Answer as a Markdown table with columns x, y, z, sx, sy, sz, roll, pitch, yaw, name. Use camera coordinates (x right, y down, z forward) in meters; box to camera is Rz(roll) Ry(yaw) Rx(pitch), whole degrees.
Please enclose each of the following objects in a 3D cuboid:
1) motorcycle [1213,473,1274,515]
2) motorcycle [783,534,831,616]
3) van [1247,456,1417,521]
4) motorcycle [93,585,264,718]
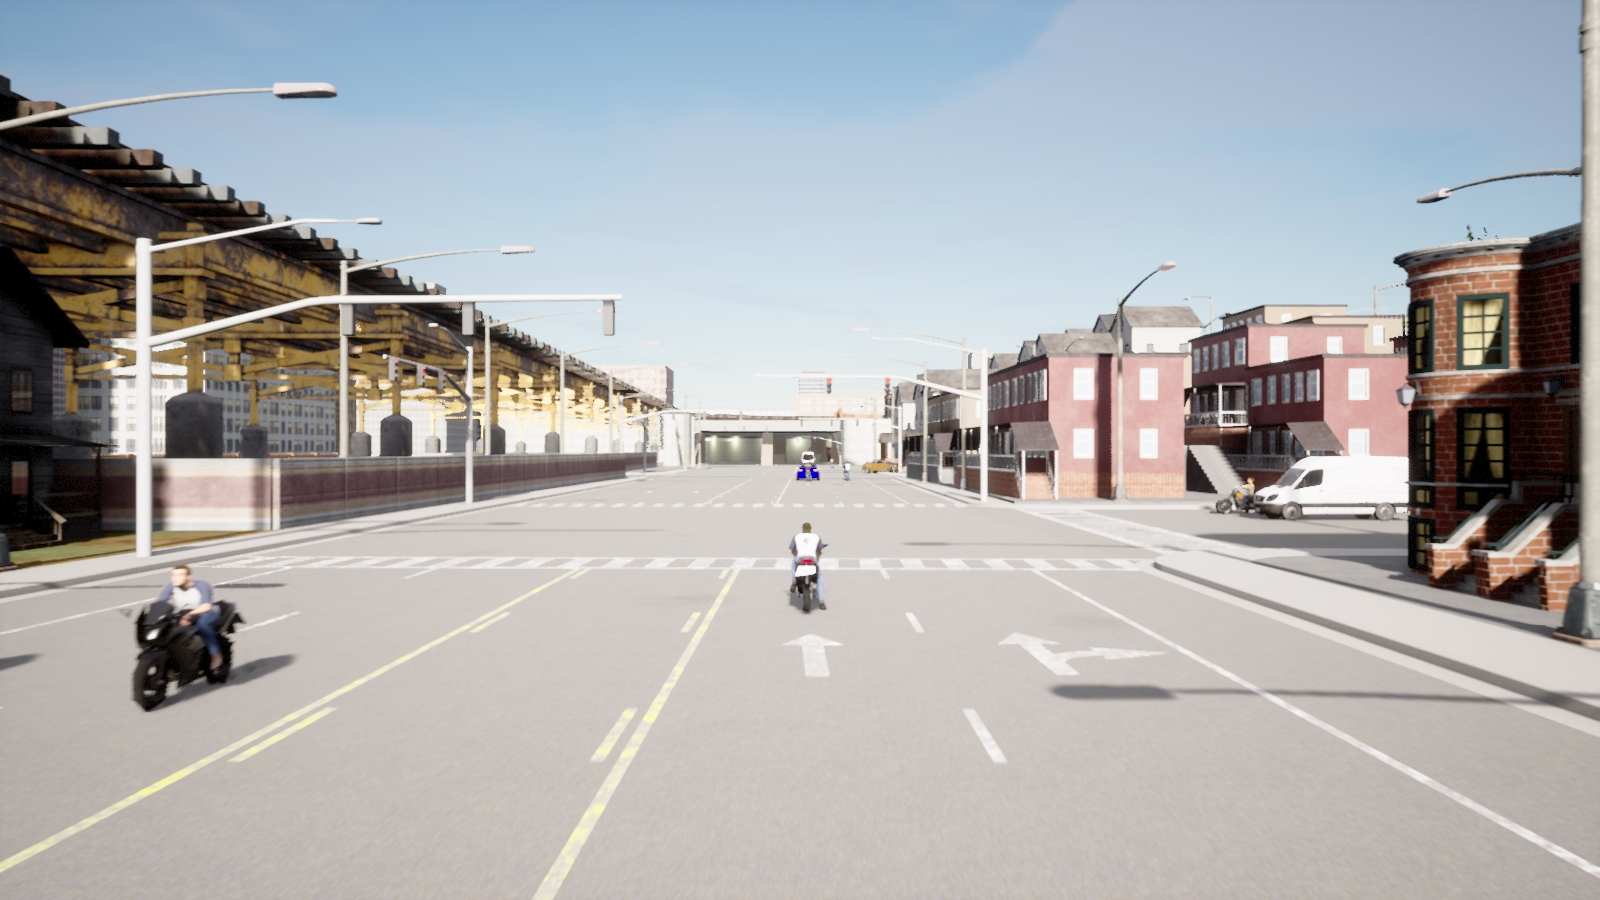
| x | y | z | sx | sy | sz | roll | pitch | yaw | name |
| --- | --- | --- | --- | --- | --- | --- | --- | --- | --- |
| 19.221 | 1.909 | 49.585 | 2.356 | 1.802 | 0.764 | 0 | 0 | 0 | motorcycle |
| 0.120 | 2.174 | 20.219 | 0.803 | 1.224 | 2.033 | 0 | 0 | 0 | motorcycle |
| 21.386 | 1.536 | 46.067 | 5.915 | 2.561 | 1.988 | 0 | 0 | 0 | van |
| -6.934 | 2.213 | 12.888 | 0.803 | 1.145 | 2.033 | 0 | 0 | 0 | motorcycle |
